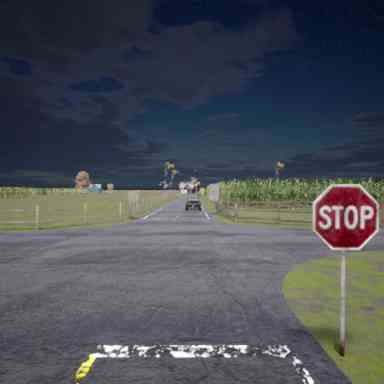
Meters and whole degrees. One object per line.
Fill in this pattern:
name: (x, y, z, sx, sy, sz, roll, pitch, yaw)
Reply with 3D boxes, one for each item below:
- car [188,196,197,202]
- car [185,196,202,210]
car: (0.111, 1.523, 72.824, 1.895, 1.301, 4.718, 0, 0, 0)
car: (0.165, 1.477, 42.054, 1.837, 1.490, 4.892, 0, 0, 0)
